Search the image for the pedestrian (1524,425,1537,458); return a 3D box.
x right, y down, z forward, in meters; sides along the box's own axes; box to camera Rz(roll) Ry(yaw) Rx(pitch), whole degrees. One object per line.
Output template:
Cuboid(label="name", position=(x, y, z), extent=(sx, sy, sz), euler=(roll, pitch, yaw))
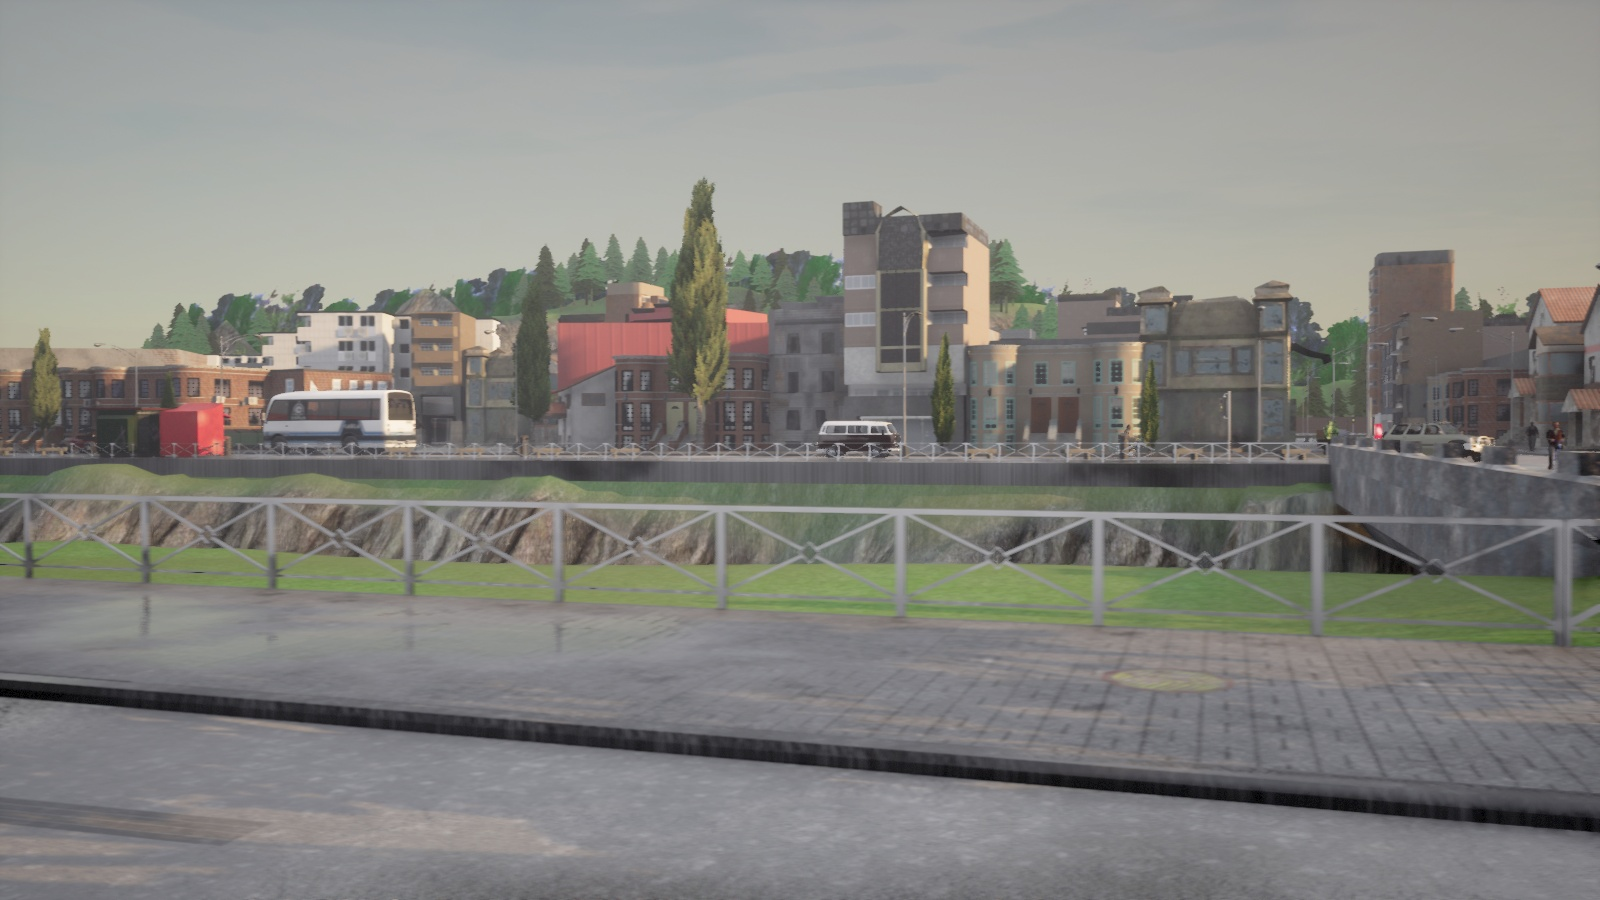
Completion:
Cuboid(label="pedestrian", position=(42.825, -0.494, 73.603), extent=(0.563, 1.883, 0.849), euler=(1, 1, 27))

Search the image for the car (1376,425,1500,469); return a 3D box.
Cuboid(label="car", position=(28.615, -0.163, 56.463), extent=(1.932, 1.855, 4.605), euler=(1, 0, -31))

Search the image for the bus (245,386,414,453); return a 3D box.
Cuboid(label="bus", position=(-31.239, -2.014, 83.402), extent=(10.273, 4.253, 3.944), euler=(1, 1, 18))

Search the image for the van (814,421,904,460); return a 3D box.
Cuboid(label="van", position=(3.194, -0.532, 67.715), extent=(4.480, 2.038, 2.069), euler=(1, 1, 18))
